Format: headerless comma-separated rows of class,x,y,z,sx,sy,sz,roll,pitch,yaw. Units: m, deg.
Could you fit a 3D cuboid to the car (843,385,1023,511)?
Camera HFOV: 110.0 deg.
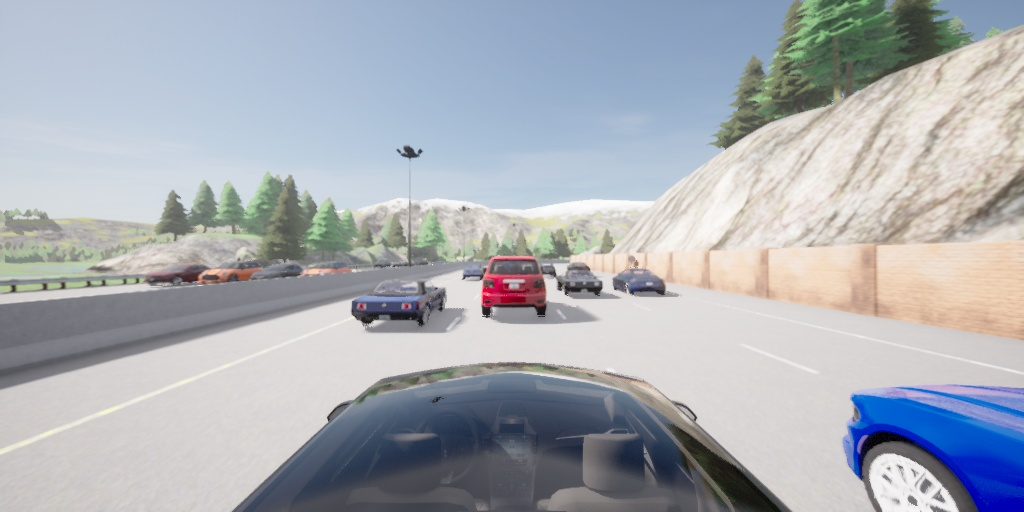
car,3.611,1.220,0.805,1.882,1.535,5.008,0,0,0

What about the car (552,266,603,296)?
car,3.555,1.427,19.829,1.895,1.301,4.718,0,0,0

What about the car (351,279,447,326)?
car,-3.437,1.399,11.927,1.895,1.301,4.718,0,0,0

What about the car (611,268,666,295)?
car,7.052,1.390,20.385,1.994,1.385,4.181,0,0,0

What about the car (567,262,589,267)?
car,7.003,1.382,38.395,1.882,1.535,5.008,0,0,0

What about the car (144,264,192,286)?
car,-24.663,1.363,27.048,1.882,1.535,5.008,0,0,0

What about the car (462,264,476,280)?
car,-3.484,1.441,33.622,2.033,1.411,5.357,0,0,0

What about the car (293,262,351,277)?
car,-14.164,1.229,27.467,2.097,1.767,4.553,0,0,0

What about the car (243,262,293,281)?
car,-17.665,1.385,27.446,1.837,1.490,4.892,0,0,0

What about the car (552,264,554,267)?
car,3.505,1.395,37.627,2.128,1.511,4.902,0,0,0

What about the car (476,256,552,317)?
car,0.063,1.024,13.638,2.150,2.045,5.566,0,0,0

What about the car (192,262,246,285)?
car,-21.164,1.235,27.325,2.097,1.767,4.553,0,0,0
